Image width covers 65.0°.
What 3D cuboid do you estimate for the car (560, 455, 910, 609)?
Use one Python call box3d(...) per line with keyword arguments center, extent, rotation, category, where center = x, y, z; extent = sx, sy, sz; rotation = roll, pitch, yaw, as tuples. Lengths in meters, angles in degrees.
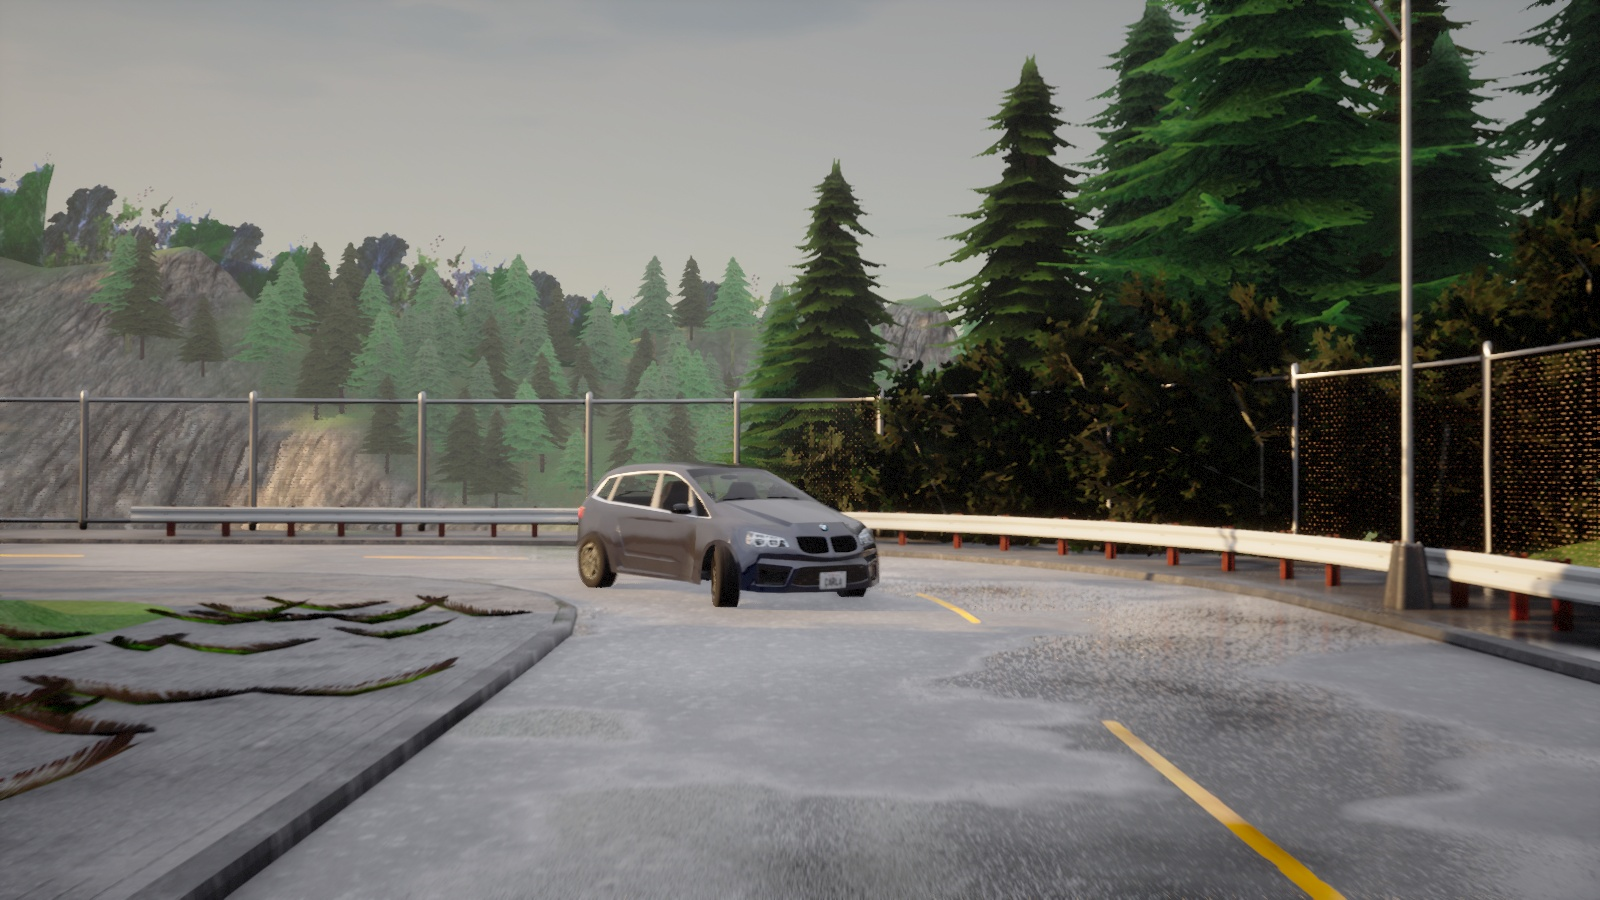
box3d(center=(-0.990, 0.934, 16.120), extent=(2.242, 1.667, 4.611), rotation=(1, -1, -38), category="car")
